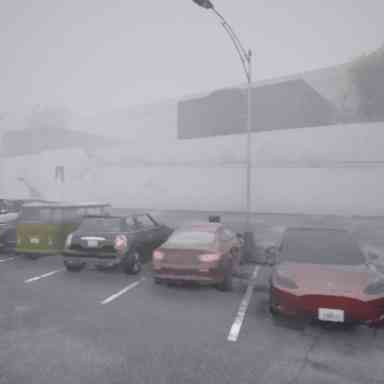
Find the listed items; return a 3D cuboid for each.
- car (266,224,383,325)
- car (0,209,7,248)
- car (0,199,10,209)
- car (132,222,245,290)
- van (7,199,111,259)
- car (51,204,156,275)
[{"bbox_3d":[2.793,1.534,7.459,2.163,1.488,4.792,0,-1,15],"label":"car"},{"bbox_3d":[-6.938,1.595,14.422,2.231,1.521,4.892,0,-1,15],"label":"car"},{"bbox_3d":[-9.366,1.364,16.134,2.435,2.045,5.566,0,-1,15],"label":"car"},{"bbox_3d":[0.347,1.567,9.229,2.002,1.452,4.674,0,-1,15],"label":"car"},{"bbox_3d":[-4.478,1.348,12.812,1.878,1.987,4.442,0,-1,15],"label":"van"},{"bbox_3d":[-2.087,1.423,10.936,2.185,1.767,4.553,0,-1,15],"label":"car"}]
